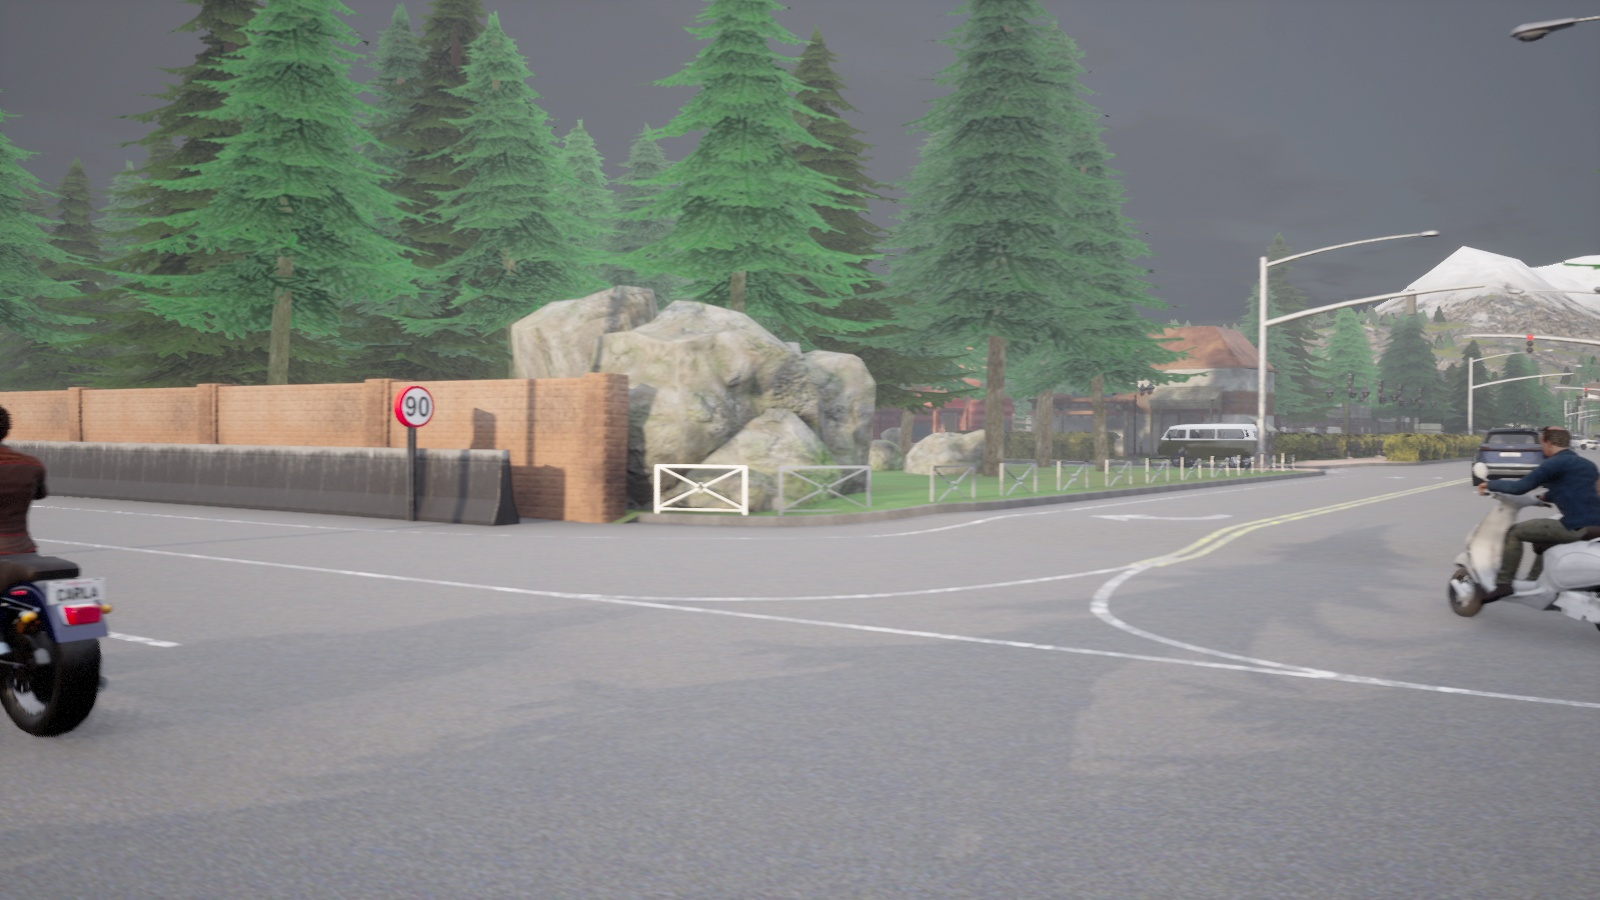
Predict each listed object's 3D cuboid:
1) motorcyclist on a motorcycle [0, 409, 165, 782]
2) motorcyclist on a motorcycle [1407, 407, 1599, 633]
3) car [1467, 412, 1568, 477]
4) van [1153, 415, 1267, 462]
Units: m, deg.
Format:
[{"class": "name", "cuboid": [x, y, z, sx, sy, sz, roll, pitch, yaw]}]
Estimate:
[{"class": "motorcyclist on a motorcycle", "cuboid": [-4.325, 0.643, 6.496, 2.350, 1.649, 0.766, 0, 1, 34]}, {"class": "motorcyclist on a motorcycle", "cuboid": [5.781, 0.501, 9.698, 0.866, 1.590, 1.817, 3, 0, -21]}, {"class": "car", "cuboid": [19.784, -0.181, 34.512, 2.033, 1.649, 4.856, 0, 1, 34]}, {"class": "van", "cuboid": [18.498, -0.496, 56.682, 4.480, 2.038, 2.069, 0, 1, 33]}]
